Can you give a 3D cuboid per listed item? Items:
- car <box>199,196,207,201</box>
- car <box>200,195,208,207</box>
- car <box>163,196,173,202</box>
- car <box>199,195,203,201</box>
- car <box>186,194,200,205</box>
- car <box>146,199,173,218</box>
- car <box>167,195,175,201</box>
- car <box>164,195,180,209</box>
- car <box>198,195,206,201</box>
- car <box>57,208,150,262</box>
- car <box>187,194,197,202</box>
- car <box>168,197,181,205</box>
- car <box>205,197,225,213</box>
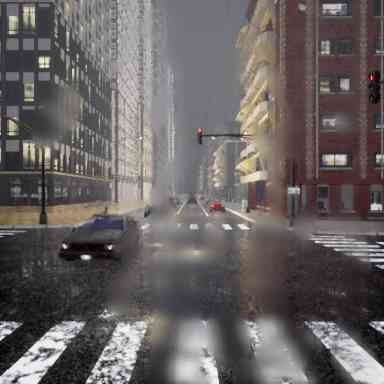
[{"bbox_3d":[2.683,1.626,83.981,1.802,1.307,4.206,0,0,0],"label":"car"},{"bbox_3d":[2.687,1.567,50.090,2.008,1.369,4.403,0,0,0],"label":"car"},{"bbox_3d":[-5.696,1.589,78.331,2.008,1.369,4.403,0,0,0],"label":"car"},{"bbox_3d":[2.687,1.571,55.738,2.008,1.369,4.403,0,0,0],"label":"car"},{"bbox_3d":[-0.004,1.549,59.771,1.812,1.442,4.674,0,0,0],"label":"car"},{"bbox_3d":[-3.100,1.569,29.960,1.994,1.385,4.181,0,0,0],"label":"car"},{"bbox_3d":[-5.698,1.595,89.629,1.887,1.381,4.507,0,0,0],"label":"car"},{"bbox_3d":[-3.078,1.520,45.556,1.837,1.490,4.892,0,0,0],"label":"car"},{"bbox_3d":[2.683,1.491,89.630,1.967,1.590,4.097,0,0,0],"label":"car"},{"bbox_3d":[-3.060,1.517,12.314,2.033,1.411,5.357,1,0,0],"label":"car"},{"bbox_3d":[-0.005,1.218,69.743,2.097,1.767,4.553,0,0,0],"label":"car"},{"bbox_3d":[-3.045,1.570,59.582,2.033,1.411,5.357,0,0,1],"label":"car"},{"bbox_3d":[2.739,1.591,37.172,1.802,1.307,4.206,0,0,0],"label":"car"}]
